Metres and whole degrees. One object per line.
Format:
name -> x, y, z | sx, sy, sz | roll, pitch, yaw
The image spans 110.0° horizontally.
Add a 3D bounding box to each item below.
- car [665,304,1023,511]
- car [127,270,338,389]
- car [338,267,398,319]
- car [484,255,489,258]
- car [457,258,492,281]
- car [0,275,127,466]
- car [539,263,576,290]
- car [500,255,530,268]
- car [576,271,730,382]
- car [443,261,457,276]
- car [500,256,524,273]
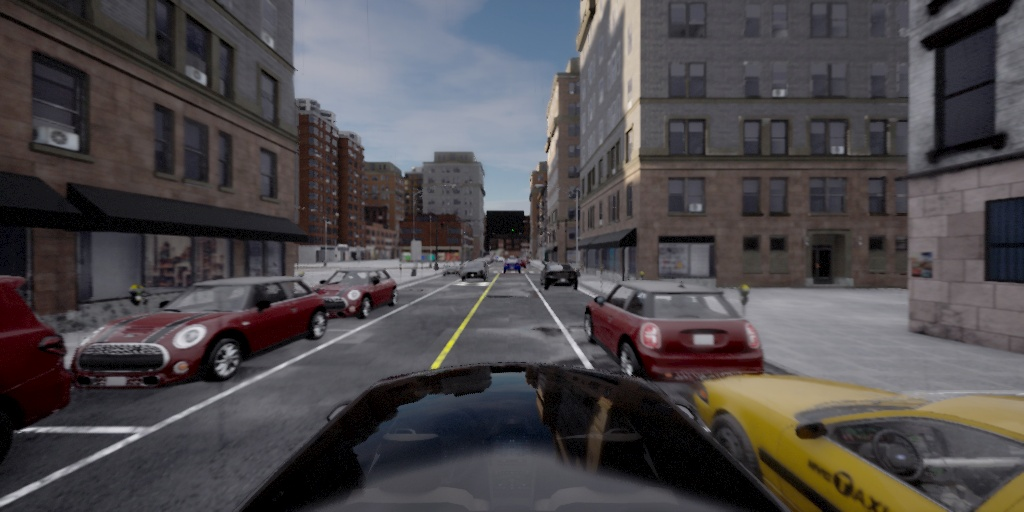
car -> 2.638, 1.277, 1.635 | 1.751, 1.417, 4.829 | 0, 0, 0
car -> -5.388, 1.166, 6.873 | 1.967, 1.591, 4.097 | 0, 0, 0
car -> -5.389, 1.141, 12.283 | 1.967, 1.591, 4.097 | 0, 0, 0
car -> -5.394, 1.007, 60.595 | 1.751, 1.417, 4.829 | 0, 0, 0
car -> -2.829, 1.135, 28.118 | 1.837, 1.490, 4.892 | 0, 0, 0
car -> -5.387, 1.066, 1.464 | 2.192, 1.841, 5.009 | 0, 0, 0
car -> 2.748, 1.136, 21.793 | 1.882, 1.535, 5.008 | 0, 0, 0
car -> 0.367, 0.870, 52.332 | 2.097, 1.767, 4.553 | 0, 0, -21
car -> 2.637, 1.166, 6.874 | 1.967, 1.591, 4.097 | 0, 0, 0
car -> -5.391, 1.153, 33.920 | 2.007, 1.370, 4.403 | 0, 0, 0
car -> 0.032, 1.053, 39.687 | 1.882, 1.535, 5.008 | 0, 0, 1
